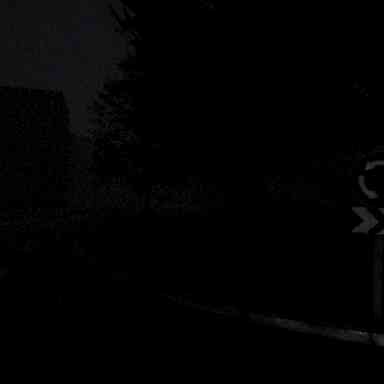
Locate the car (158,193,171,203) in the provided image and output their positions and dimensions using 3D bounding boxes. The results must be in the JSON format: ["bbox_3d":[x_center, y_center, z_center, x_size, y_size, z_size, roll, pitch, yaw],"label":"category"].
[{"bbox_3d":[-4.323,0.887,52.813,1.882,1.535,5.008,1,0,-7],"label":"car"}]
